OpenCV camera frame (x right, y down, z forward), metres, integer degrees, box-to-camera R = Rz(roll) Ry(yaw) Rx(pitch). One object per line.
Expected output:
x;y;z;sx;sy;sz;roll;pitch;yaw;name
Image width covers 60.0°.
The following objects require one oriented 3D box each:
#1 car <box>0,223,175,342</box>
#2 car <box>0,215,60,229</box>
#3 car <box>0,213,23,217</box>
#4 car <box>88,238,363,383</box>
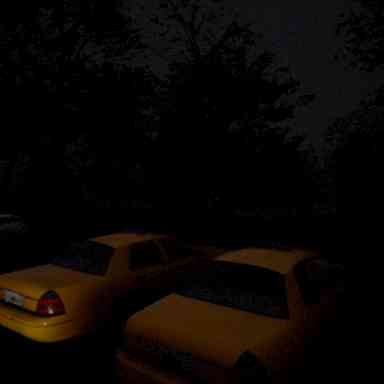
-0.970;1.448;6.680;1.946;1.575;5.366;1;0;36;car
-3.335;1.449;8.174;2.163;1.488;4.792;1;1;36;car
-5.720;1.417;9.844;2.002;1.452;4.674;1;1;35;car
1.306;1.470;5.057;1.946;1.575;5.366;1;0;36;car
